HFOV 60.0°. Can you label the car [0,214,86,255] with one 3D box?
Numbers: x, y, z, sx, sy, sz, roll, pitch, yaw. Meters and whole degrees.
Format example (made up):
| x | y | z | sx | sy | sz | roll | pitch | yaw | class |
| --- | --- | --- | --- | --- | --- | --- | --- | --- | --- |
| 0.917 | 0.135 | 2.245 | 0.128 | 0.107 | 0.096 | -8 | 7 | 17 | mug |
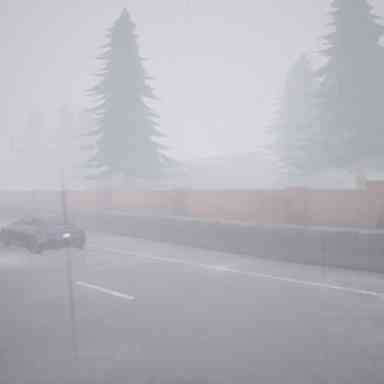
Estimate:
| x | y | z | sx | sy | sz | roll | pitch | yaw | class |
| --- | --- | --- | --- | --- | --- | --- | --- | --- | --- |
| -6.142 | 1.573 | 13.580 | 4.181 | 1.385 | 1.994 | 0 | 0 | 41 | car |
